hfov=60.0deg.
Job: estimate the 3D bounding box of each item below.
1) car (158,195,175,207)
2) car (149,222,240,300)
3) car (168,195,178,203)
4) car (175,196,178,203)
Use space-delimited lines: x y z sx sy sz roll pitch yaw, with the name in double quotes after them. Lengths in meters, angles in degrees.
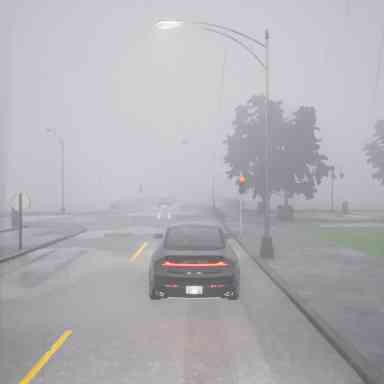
-4.109 1.505 50.805 1.837 1.490 4.892 0 0 0 "car"
0.058 1.505 8.372 1.837 1.490 4.892 0 0 0 "car"
-4.020 1.500 70.413 1.837 1.490 4.892 0 0 0 "car"
-4.087 1.601 60.199 1.895 1.301 4.718 0 0 0 "car"
